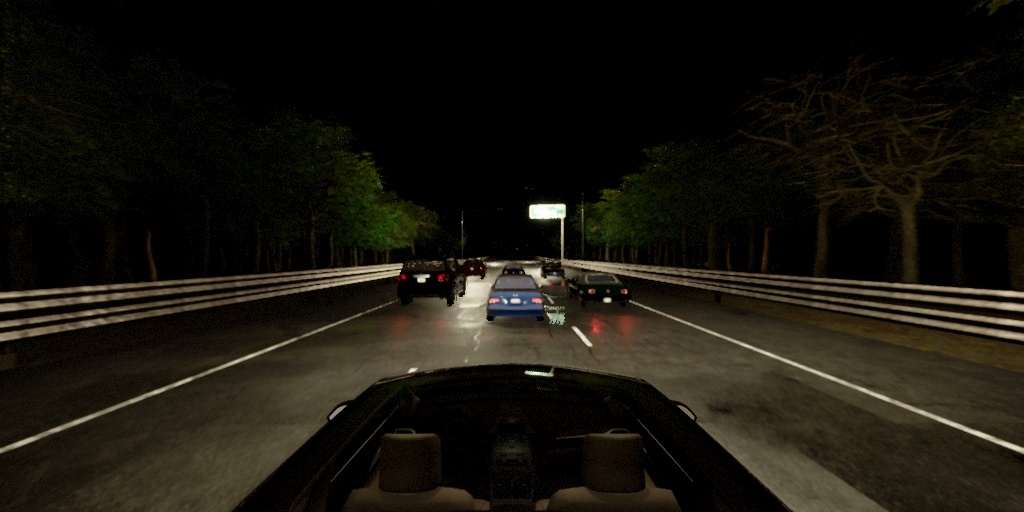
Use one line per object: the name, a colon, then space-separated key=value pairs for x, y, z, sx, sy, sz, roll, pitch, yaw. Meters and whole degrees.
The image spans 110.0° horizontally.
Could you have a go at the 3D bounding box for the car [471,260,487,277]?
car: x=-3.375 y=1.116 z=32.332 sx=2.097 sy=1.767 sz=4.553 roll=0 pitch=0 yaw=0

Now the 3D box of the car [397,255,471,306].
car: x=-3.389 y=0.997 z=16.107 sx=2.150 sy=2.045 sz=5.566 roll=0 pitch=0 yaw=0

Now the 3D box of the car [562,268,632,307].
car: x=3.610 y=1.376 z=15.746 sx=1.895 sy=1.301 sz=4.718 roll=0 pitch=0 yaw=0

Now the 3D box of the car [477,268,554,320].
car: x=0.105 y=1.322 z=12.686 sx=2.033 sy=1.411 sz=5.357 roll=0 pitch=0 yaw=0

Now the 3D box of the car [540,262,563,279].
car: x=3.626 y=1.255 z=32.595 sx=2.128 sy=1.511 sz=4.902 roll=0 pitch=0 yaw=0

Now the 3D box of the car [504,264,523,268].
car: x=0.123 y=1.366 z=31.074 sx=1.895 sy=1.301 sz=4.718 roll=0 pitch=0 yaw=0
